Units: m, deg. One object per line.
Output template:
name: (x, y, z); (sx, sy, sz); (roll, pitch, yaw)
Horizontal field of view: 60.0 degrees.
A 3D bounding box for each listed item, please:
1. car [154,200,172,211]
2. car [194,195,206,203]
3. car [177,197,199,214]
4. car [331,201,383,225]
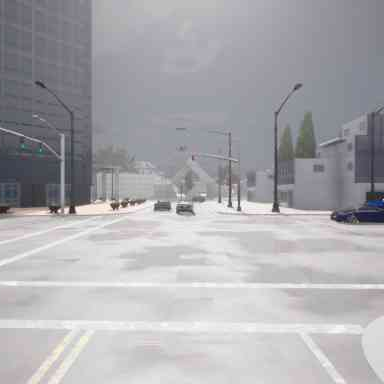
car: (-3.619, 1.601, 41.646); (1.895, 1.301, 4.718); (0, 0, 0)
car: (1.587, 1.353, 69.442); (2.097, 1.767, 4.553); (0, 0, 13)
car: (-0.585, 1.548, 35.009); (2.033, 1.411, 5.357); (0, 0, 2)
car: (12.126, 1.558, 23.611); (4.181, 1.385, 1.994); (0, 0, 0)
